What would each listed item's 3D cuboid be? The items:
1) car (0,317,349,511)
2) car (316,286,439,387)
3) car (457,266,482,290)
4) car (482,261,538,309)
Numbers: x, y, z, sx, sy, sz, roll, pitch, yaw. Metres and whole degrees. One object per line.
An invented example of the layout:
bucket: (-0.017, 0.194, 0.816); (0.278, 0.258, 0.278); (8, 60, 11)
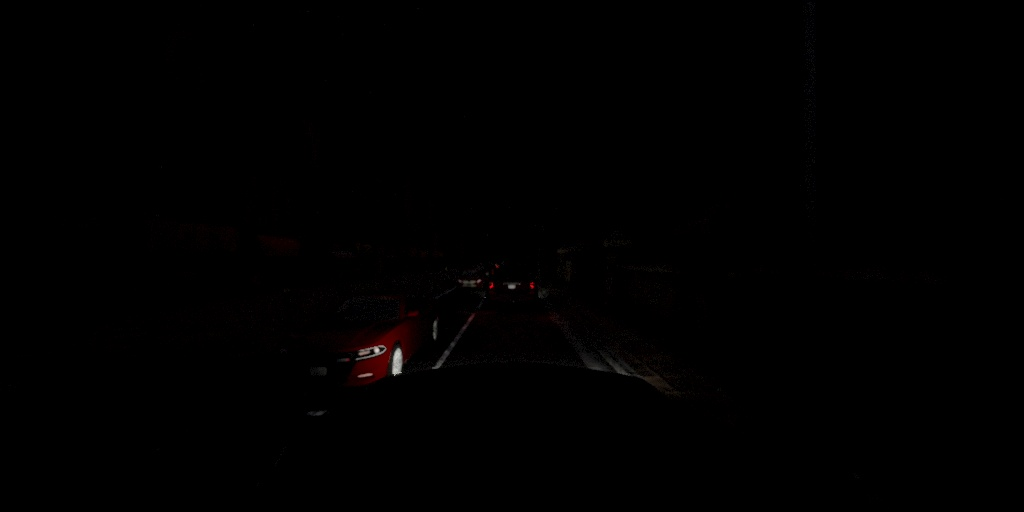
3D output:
car: (-2.637, 1.313, 1.450); (1.948, 1.339, 4.313); (0, 0, 0)
car: (-2.640, 1.346, 7.125); (1.888, 1.381, 4.507); (0, 0, 0)
car: (-2.650, 1.543, 24.150); (1.802, 1.307, 4.207); (0, 0, 0)
car: (-0.006, 1.233, 15.927); (2.097, 1.767, 4.553); (0, -1, 0)
